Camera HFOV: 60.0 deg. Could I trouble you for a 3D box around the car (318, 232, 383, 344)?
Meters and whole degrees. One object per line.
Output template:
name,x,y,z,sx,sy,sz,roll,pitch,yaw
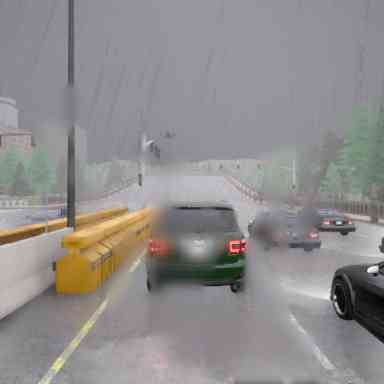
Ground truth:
car,3.610,1.564,4.670,1.994,1.385,4.181,0,0,0

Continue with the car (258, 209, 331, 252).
car,3.622,1.547,13.945,2.033,1.411,5.357,0,0,0

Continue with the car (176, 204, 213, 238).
car,0.127,1.505,18.838,1.837,1.490,4.892,0,0,0

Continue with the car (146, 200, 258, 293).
car,0.114,1.222,8.987,2.150,2.045,5.566,0,0,0

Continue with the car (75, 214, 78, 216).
car,-7.029,1.525,16.525,1.812,1.442,4.674,0,0,1

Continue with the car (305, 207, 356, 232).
car,7.125,1.547,18.608,2.033,1.411,5.357,0,0,0
